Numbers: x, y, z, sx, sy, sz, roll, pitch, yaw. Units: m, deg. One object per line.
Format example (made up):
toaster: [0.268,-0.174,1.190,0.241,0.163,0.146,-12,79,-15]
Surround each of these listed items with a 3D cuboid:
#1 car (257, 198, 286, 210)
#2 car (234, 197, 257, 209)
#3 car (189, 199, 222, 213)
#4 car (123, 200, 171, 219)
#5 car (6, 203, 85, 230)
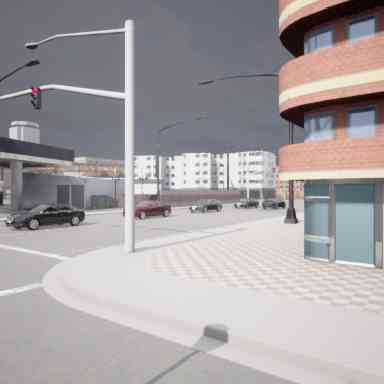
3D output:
car: [10.822,1.491,43.734,2.128,1.511,4.902,0,0,35]
car: [7.490,1.491,45.364,2.128,1.511,4.902,0,0,35]
car: [1.581,1.491,36.838,2.128,1.511,4.902,0,0,35]
car: [-3.838,1.478,28.991,1.882,1.535,5.008,0,0,34]
car: [-9.163,1.505,21.211,1.837,1.490,4.892,0,0,34]
